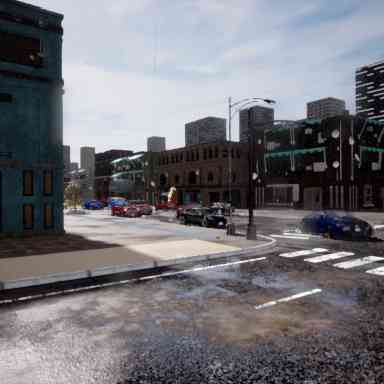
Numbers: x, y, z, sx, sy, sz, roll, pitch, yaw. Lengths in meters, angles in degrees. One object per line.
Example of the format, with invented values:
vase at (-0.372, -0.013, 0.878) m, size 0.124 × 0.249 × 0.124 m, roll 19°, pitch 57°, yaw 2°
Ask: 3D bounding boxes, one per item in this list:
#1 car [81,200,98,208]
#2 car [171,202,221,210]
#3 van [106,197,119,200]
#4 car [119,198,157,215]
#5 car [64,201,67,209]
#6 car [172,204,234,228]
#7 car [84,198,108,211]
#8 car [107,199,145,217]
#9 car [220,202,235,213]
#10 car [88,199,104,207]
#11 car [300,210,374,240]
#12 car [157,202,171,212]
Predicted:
car at (-19.493, 2.193, 63.237) m, size 1.812 × 1.442 × 4.674 m, roll -1°, pitch 0°, yaw -35°
car at (0.296, 1.837, 29.858) m, size 1.994 × 1.385 × 4.181 m, roll -1°, pitch 0°, yaw -35°
van at (-13.234, 1.907, 58.864) m, size 1.690 × 1.788 × 3.998 m, roll -1°, pitch 0°, yaw -35°
car at (-6.420, 1.757, 39.314) m, size 2.097 × 1.767 × 4.553 m, roll -1°, pitch 0°, yaw -35°
car at (-23.167, 2.232, 58.380) m, size 1.752 × 1.417 × 4.829 m, roll -1°, pitch 0°, yaw -35°
car at (0.711, 1.814, 24.581) m, size 1.947 × 1.339 × 4.313 m, roll -2°, pitch 0°, yaw -35°
car at (-15.399, 2.054, 52.077) m, size 1.882 × 1.535 × 5.008 m, roll -1°, pitch -1°, yaw -35°
car at (-7.233, 1.846, 35.962) m, size 1.967 × 1.590 × 4.097 m, roll -1°, pitch 0°, yaw -35°
car at (2.805, 1.809, 36.307) m, size 2.008 × 1.369 × 4.403 m, roll -2°, pitch 0°, yaw -35°
car at (-19.643, 2.227, 67.887) m, size 1.887 × 1.381 × 4.507 m, roll -1°, pitch 0°, yaw -35°
car at (7.321, 1.611, 17.212) m, size 1.994 × 1.385 × 4.181 m, roll -1°, pitch -2°, yaw -9°
car at (-3.607, 1.966, 45.330) m, size 1.802 × 1.307 × 4.206 m, roll -2°, pitch 0°, yaw -35°
